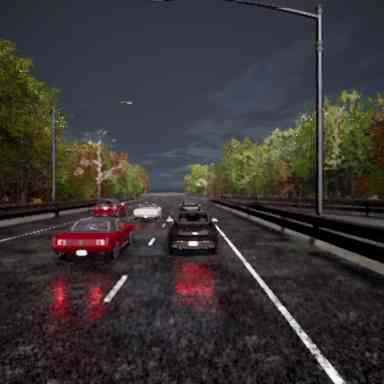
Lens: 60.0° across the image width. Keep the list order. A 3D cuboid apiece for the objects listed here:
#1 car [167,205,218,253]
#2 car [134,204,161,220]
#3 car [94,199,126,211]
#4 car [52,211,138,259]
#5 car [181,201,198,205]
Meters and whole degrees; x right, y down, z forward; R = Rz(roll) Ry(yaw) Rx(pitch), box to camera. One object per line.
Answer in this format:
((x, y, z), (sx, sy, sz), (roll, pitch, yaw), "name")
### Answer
((0.023, 1.517, 13.790), (1.837, 1.490, 4.892), (0, 0, 0), "car")
((-3.679, 1.638, 28.379), (1.895, 1.301, 4.718), (0, 0, -1), "car")
((-7.209, 1.392, 29.615), (2.097, 1.767, 4.553), (0, 0, -1), "car")
((-3.463, 1.613, 12.622), (1.895, 1.301, 4.718), (0, 0, 0), "car")
((-0.211, 1.530, 29.867), (2.128, 1.511, 4.902), (0, 0, -1), "car")
